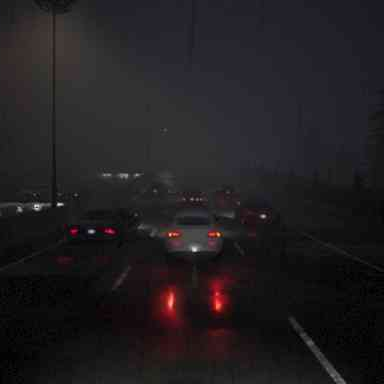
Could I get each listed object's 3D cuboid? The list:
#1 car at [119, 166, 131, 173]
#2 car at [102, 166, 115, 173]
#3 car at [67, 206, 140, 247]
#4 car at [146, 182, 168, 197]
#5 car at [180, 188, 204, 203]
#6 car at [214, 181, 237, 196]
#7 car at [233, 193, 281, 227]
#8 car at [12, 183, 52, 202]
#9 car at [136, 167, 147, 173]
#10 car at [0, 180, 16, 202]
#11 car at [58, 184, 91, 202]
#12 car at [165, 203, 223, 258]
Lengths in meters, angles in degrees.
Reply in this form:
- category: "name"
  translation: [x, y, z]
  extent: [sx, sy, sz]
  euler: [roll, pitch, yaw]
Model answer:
- category: "car"
  translation: [-14.228, -4.811, 70.979]
  extent: [2.128, 1.511, 4.902]
  euler: [0, 7, 0]
- category: "car"
  translation: [-17.728, -4.810, 70.968]
  extent: [2.128, 1.511, 4.902]
  euler: [0, 7, 0]
- category: "car"
  translation: [-3.447, 1.293, 13.863]
  extent: [2.033, 1.411, 5.357]
  euler: [0, 3, 0]
- category: "car"
  translation: [-3.510, -0.329, 33.844]
  extent: [1.994, 1.385, 4.181]
  euler: [0, 7, 0]
- category: "car"
  translation: [0.007, 0.359, 27.318]
  extent: [2.033, 1.411, 5.357]
  euler: [0, 6, 0]
- category: "car"
  translation: [3.489, -0.428, 34.370]
  extent: [1.812, 1.442, 4.674]
  euler: [0, 7, 0]
- category: "car"
  translation: [3.540, 1.064, 18.558]
  extent: [1.994, 1.385, 4.181]
  euler: [0, 4, 0]
- category: "car"
  translation: [-14.195, -0.006, 30.638]
  extent: [1.812, 1.442, 4.674]
  euler: [0, 6, 0]
- category: "car"
  translation: [-10.728, -4.738, 70.969]
  extent: [1.895, 1.301, 4.718]
  euler: [0, 7, 0]
- category: "car"
  translation: [-17.694, -0.183, 30.663]
  extent: [2.097, 1.767, 4.553]
  euler: [0, 6, 0]
- category: "car"
  translation: [-10.695, -0.005, 30.643]
  extent: [1.812, 1.442, 4.674]
  euler: [0, 6, 0]
- category: "car"
  translation: [0.055, 1.349, 11.894]
  extent: [1.812, 1.442, 4.674]
  euler: [0, 1, 0]
